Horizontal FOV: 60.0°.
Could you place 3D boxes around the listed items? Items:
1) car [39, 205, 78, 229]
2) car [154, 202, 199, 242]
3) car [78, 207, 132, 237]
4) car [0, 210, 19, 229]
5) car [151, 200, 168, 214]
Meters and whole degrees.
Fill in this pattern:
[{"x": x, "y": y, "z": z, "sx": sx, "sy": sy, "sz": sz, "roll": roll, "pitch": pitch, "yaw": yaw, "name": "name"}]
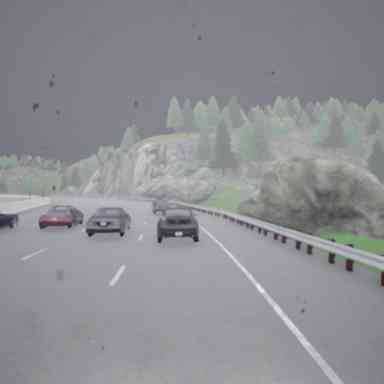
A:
[{"x": -8.327, "y": 1.545, "z": 21.539, "sx": 1.994, "sy": 1.385, "sz": 4.181, "roll": 0, "pitch": 0, "yaw": -6, "name": "car"}, {"x": -0.739, "y": 1.479, "z": 16.167, "sx": 1.837, "sy": 1.490, "sz": 4.892, "roll": 0, "pitch": 0, "yaw": -5, "name": "car"}, {"x": -4.399, "y": 1.526, "z": 18.067, "sx": 2.033, "sy": 1.411, "sz": 5.357, "roll": 0, "pitch": 0, "yaw": -6, "name": "car"}, {"x": -11.499, "y": 1.593, "z": 18.596, "sx": 1.895, "sy": 1.301, "sz": 4.718, "roll": 0, "pitch": 0, "yaw": -6, "name": "car"}, {"x": -3.254, "y": 1.494, "z": 34.846, "sx": 2.033, "sy": 1.411, "sz": 5.357, "roll": 0, "pitch": 0, "yaw": -11, "name": "car"}]
